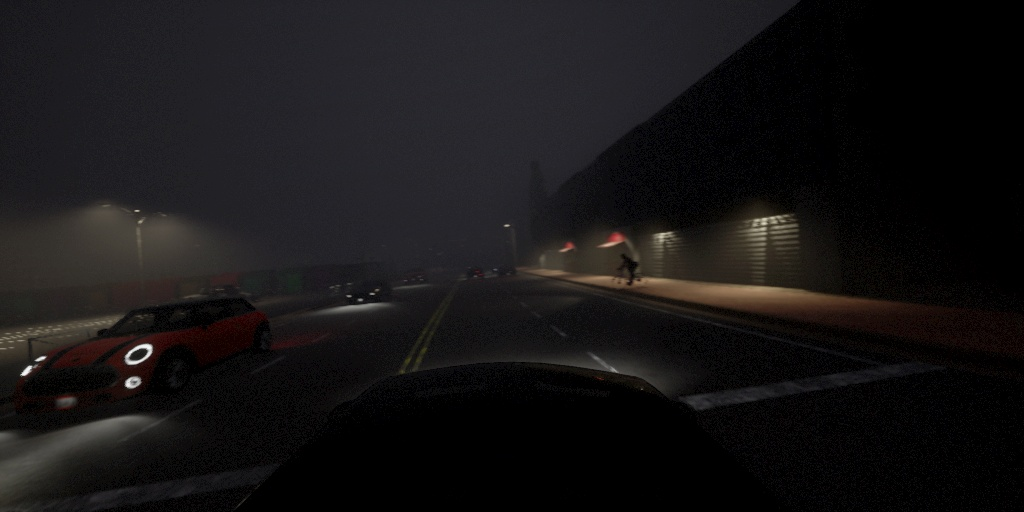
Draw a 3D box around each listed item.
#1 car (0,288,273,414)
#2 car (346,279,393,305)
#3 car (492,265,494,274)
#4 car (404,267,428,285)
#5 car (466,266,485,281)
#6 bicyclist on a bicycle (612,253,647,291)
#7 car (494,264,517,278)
[{"bbox_3d":[-7.556,1.824,8.036,2.097,1.767,4.553,-5,0,-7],"label":"car"},{"bbox_3d":[-9.457,2.304,24.219,2.033,1.411,5.357,-5,0,-6],"label":"car"},{"bbox_3d":[-1.927,1.871,51.711,1.895,1.301,4.718,-5,0,-6],"label":"car"},{"bbox_3d":[-11.556,2.360,43.450,2.150,2.045,5.566,-5,0,-7],"label":"car"},{"bbox_3d":[-4.100,1.890,40.221,1.837,1.490,4.892,-5,0,-6],"label":"car"},{"bbox_3d":[5.192,0.690,16.011,1.656,1.620,0.582,-7,0,-6],"label":"bicyclist on a bicycle"},{"bbox_3d":[-0.638,1.678,40.745,1.895,1.301,4.718,-5,0,-6],"label":"car"}]
